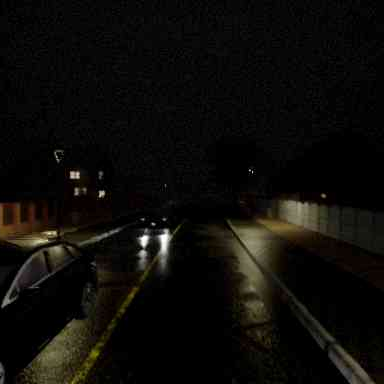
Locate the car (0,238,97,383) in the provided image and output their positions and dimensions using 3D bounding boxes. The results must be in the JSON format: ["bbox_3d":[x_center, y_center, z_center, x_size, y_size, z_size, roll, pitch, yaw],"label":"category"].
[{"bbox_3d":[-2.771,1.486,4.571,2.128,1.511,4.902,0,0,1],"label":"car"}]

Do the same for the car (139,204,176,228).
[{"bbox_3d":[-2.170,1.543,22.605,2.033,1.411,5.357,0,0,3],"label":"car"}]
